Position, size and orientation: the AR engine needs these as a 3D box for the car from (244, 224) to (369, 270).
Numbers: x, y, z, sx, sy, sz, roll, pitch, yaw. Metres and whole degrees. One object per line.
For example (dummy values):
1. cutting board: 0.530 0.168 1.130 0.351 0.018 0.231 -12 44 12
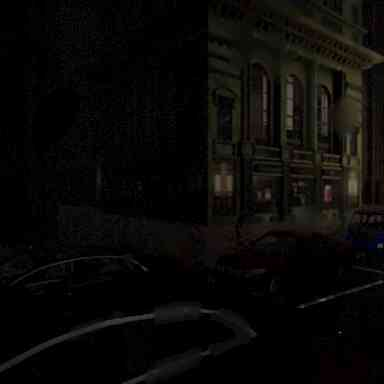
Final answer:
1. car: 2.439 1.636 8.396 4.206 1.307 1.802 1 -1 -36

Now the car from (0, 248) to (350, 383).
1. car: -1.098 1.495 2.472 4.902 1.511 2.128 1 0 -36

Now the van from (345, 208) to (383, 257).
1. van: 7.027 1.441 11.674 3.998 1.788 1.690 1 -1 -36

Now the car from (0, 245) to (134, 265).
1. car: -2.148 1.560 5.120 4.403 1.369 2.008 1 -1 -36
